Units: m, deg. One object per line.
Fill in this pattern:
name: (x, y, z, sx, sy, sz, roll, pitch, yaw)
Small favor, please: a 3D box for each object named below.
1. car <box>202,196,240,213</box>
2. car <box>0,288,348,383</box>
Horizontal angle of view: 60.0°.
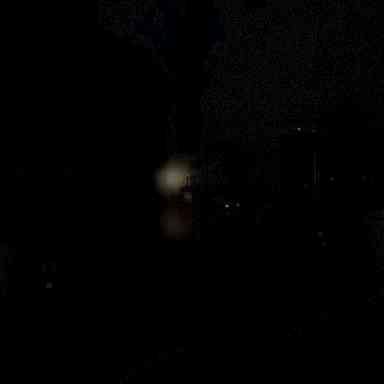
car: (3.125, 1.380, 36.188, 2.097, 1.767, 4.553, 1, 0, -35)
car: (-0.620, 1.565, 2.360, 4.313, 1.339, 1.947, 0, 1, -35)
